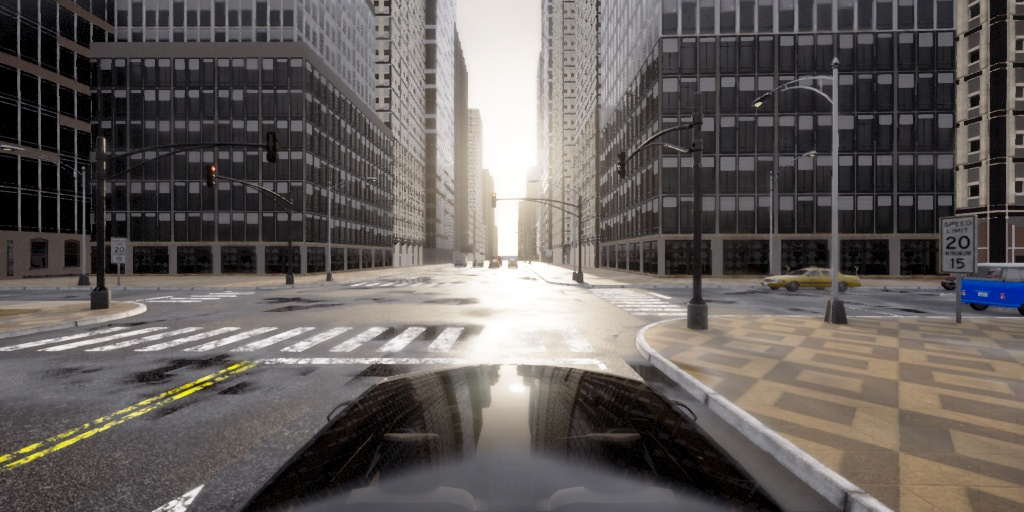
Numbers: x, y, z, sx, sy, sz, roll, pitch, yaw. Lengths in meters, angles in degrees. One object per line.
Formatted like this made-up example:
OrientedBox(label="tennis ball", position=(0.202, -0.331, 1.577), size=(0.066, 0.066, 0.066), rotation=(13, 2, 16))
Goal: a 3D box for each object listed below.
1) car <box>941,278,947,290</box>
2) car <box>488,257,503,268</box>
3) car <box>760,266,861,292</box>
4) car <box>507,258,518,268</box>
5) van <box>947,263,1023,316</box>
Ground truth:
OrientedBox(label="car", position=(26.964, 1.357, 20.190), size=(4.207, 1.307, 1.802), rotation=(0, 0, 2))
OrientedBox(label="car", position=(-3.105, 1.386, 63.331), size=(1.812, 1.442, 4.674), rotation=(0, 0, 0))
OrientedBox(label="car", position=(17.131, 1.293, 20.699), size=(4.829, 1.417, 1.751), rotation=(0, 0, 2))
OrientedBox(label="car", position=(0.146, 1.407, 63.323), size=(2.033, 1.411, 5.357), rotation=(0, 0, 0))
OrientedBox(label="van", position=(18.382, 1.119, 12.524), size=(3.998, 1.789, 1.690), rotation=(0, 0, 2))
